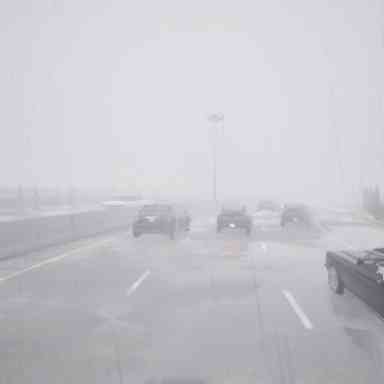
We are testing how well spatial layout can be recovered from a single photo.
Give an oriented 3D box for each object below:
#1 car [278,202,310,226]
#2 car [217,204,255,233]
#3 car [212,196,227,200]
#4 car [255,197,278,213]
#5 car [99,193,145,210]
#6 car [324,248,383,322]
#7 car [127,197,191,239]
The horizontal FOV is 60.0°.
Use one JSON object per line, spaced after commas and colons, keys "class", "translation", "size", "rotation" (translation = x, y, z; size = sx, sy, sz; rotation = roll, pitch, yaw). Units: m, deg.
{"class": "car", "translation": [7.186, 1.497, 23.336], "size": [1.837, 1.490, 4.892], "rotation": [0, 0, 16]}
{"class": "car", "translation": [2.599, 1.483, 19.658], "size": [1.837, 1.490, 4.892], "rotation": [0, 0, 12]}
{"class": "car", "translation": [5.061, 1.445, 60.436], "size": [1.812, 1.442, 4.674], "rotation": [0, 0, 29]}
{"class": "car", "translation": [8.511, 1.480, 36.795], "size": [1.837, 1.490, 4.892], "rotation": [0, 0, 24]}
{"class": "car", "translation": [-5.867, 1.146, 29.235], "size": [2.150, 2.045, 5.566], "rotation": [0, 0, 18]}
{"class": "car", "translation": [3.921, 1.608, 5.778], "size": [1.895, 1.301, 4.718], "rotation": [0, 0, 4]}
{"class": "car", "translation": [-1.427, 1.316, 17.421], "size": [2.097, 1.767, 4.553], "rotation": [0, 0, 11]}
